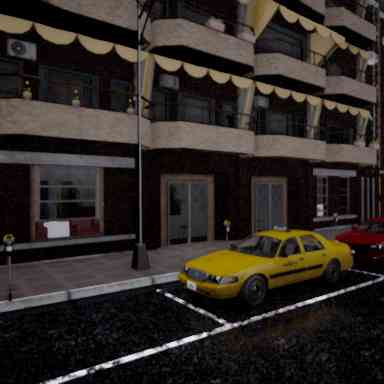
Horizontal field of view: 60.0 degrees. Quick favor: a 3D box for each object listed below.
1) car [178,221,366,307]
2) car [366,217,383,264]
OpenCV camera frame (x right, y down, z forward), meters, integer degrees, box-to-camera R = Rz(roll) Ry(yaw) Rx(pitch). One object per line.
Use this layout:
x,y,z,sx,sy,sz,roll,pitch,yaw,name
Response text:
1.957,1.521,7.944,4.829,1.417,1.752,0,0,-35,car
6.601,1.537,11.241,4.507,1.381,1.887,0,0,-35,car
